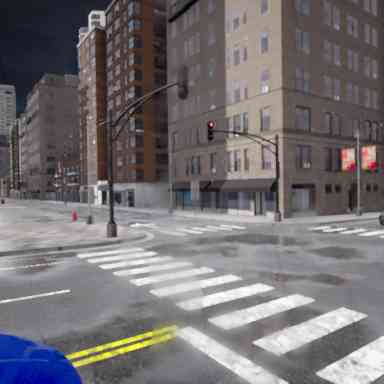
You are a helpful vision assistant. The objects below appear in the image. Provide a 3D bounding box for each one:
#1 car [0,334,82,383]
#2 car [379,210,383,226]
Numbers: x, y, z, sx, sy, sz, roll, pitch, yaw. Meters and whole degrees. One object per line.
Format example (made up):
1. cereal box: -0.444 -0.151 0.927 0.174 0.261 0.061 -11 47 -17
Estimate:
1. car: -2.982 1.480 1.321 5.008 1.535 1.882 0 0 -35
2. car: 14.225 1.334 21.789 4.553 1.767 2.097 0 0 -35
